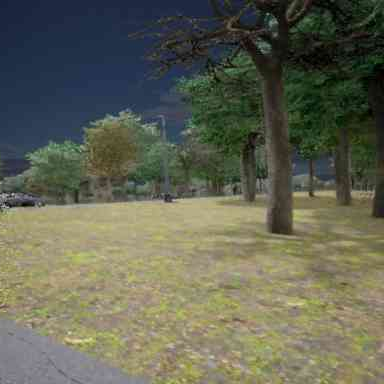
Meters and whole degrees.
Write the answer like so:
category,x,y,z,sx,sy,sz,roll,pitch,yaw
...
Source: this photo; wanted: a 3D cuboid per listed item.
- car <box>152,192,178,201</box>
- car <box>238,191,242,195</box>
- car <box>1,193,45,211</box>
category,x,y,z,sx,sy,sz,roll,pitch,yaw
car,-4.580,0.723,57.839,2.033,1.411,5.357,-4,-1,34
car,13.279,0.115,83.955,1.895,1.301,4.718,-4,-1,34
car,-15.534,0.861,29.444,2.128,1.511,4.902,-4,-1,34
